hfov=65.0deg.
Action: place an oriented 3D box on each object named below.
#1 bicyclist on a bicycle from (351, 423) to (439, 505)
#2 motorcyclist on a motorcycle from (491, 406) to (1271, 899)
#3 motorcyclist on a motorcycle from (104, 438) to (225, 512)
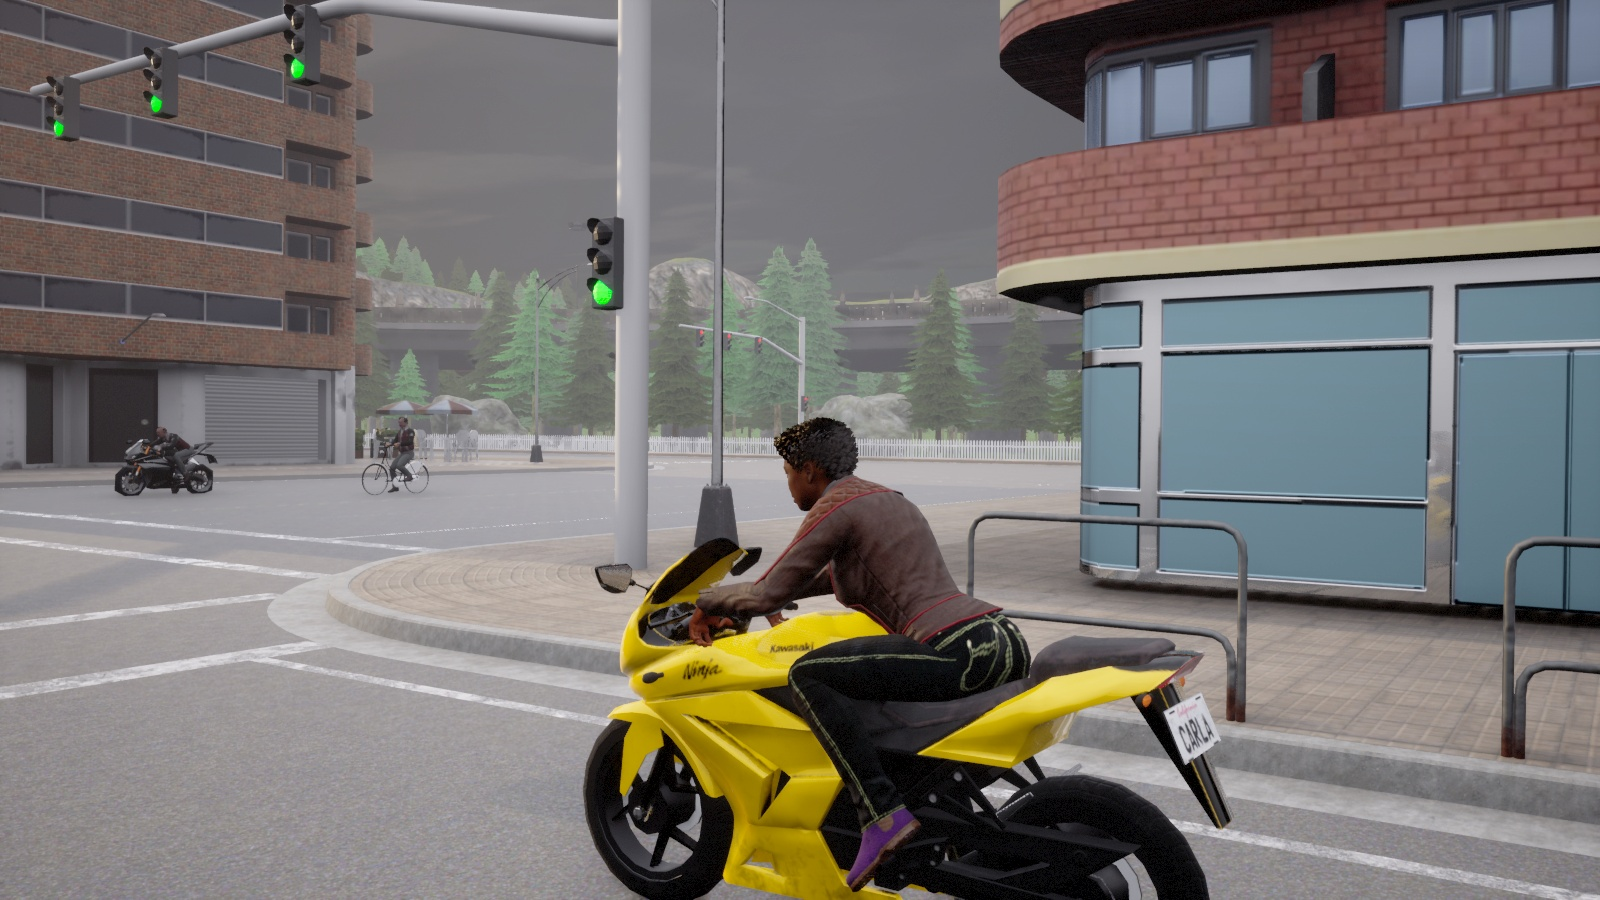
[{"bbox_3d":[-9.107,0.298,28.300,0.659,1.776,1.843,0,1,34],"label":"bicyclist on a bicycle"},{"bbox_3d":[0.158,0.664,3.519,2.044,1.523,0.797,0,1,34],"label":"motorcyclist on a motorcycle"},{"bbox_3d":[-13.873,0.517,27.482,0.866,1.530,2.191,0,1,34],"label":"motorcyclist on a motorcycle"}]
